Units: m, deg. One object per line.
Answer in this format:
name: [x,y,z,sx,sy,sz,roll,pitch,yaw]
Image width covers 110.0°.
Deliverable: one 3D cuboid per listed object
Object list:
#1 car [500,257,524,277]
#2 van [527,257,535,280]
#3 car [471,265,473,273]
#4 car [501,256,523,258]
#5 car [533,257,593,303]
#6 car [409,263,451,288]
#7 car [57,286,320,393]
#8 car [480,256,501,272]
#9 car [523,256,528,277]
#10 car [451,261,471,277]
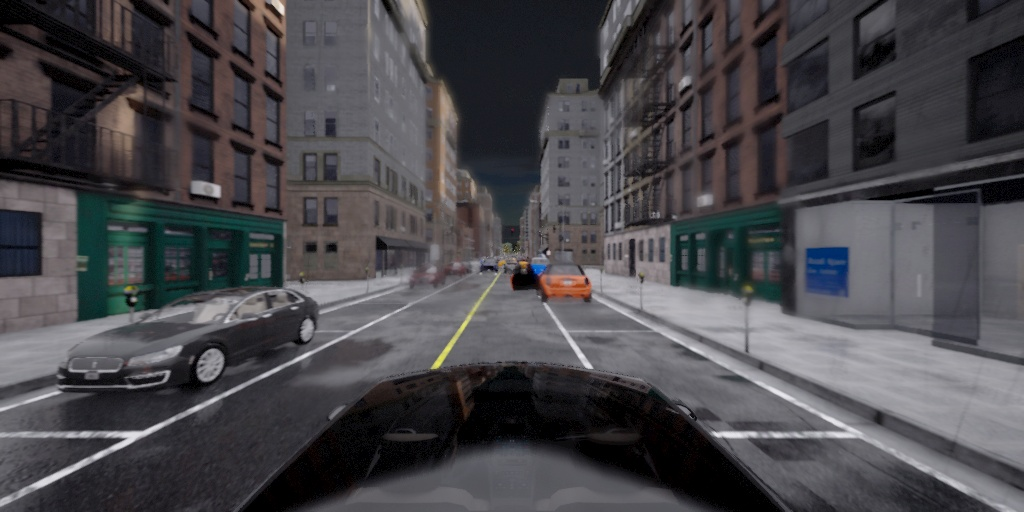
car: [0.055,1.196,40.388,2.128,1.511,4.902,0,0,0]
van: [2.645,1.053,34.337,1.690,1.789,3.998,0,0,0]
car: [-5.379,1.271,39.850,1.948,1.339,4.313,0,0,0]
car: [0.360,1.154,54.341,5.008,1.535,1.882,0,0,35]
car: [2.268,1.086,16.633,2.097,1.767,4.553,0,0,0]
car: [-5.382,1.308,23.317,1.802,1.307,4.207,0,0,0]
car: [-5.386,1.295,6.784,2.007,1.370,4.403,0,0,0]
car: [-2.740,1.054,44.259,2.097,1.767,4.553,0,0,0]
car: [2.647,1.020,39.849,2.192,1.841,5.009,0,0,0]
car: [-5.380,1.257,34.339,1.888,1.381,4.507,0,0,0]
